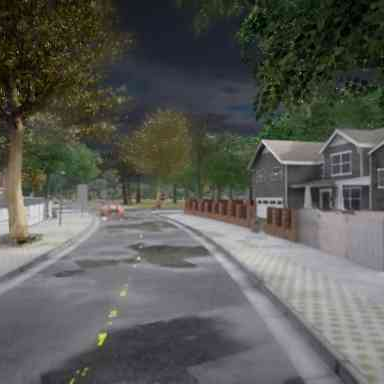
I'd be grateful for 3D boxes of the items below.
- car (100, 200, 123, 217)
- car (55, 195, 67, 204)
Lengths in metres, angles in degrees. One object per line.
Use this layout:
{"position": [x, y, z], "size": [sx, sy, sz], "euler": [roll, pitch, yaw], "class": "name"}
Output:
{"position": [-8.639, 1.646, 35.594], "size": [2.097, 1.767, 4.553], "euler": [0, 0, -19], "class": "car"}
{"position": [-31.657, 1.847, 80.246], "size": [2.150, 2.045, 5.566], "euler": [1, -1, -29], "class": "car"}
